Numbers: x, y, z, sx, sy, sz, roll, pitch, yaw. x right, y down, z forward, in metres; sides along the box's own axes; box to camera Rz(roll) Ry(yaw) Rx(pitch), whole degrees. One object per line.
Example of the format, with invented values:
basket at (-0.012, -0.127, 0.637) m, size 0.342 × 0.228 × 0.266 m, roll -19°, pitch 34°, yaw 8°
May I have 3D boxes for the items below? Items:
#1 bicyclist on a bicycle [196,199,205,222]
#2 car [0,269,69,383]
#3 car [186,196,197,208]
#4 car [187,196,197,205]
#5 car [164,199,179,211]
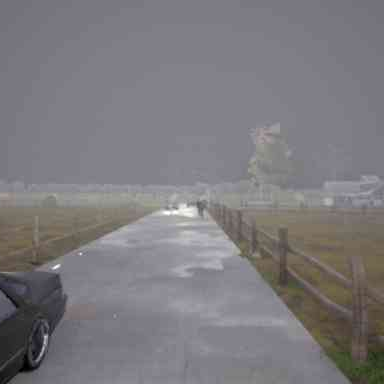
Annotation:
bicyclist on a bicycle at (0.762, 1.577, 26.965) m, size 0.582 × 1.620 × 1.656 m, roll 0°, pitch -1°, yaw 0°
car at (-2.851, 1.555, 2.949) m, size 2.033 × 1.411 × 5.357 m, roll 0°, pitch 0°, yaw 0°
car at (0.057, 1.942, 58.330) m, size 1.837 × 1.490 × 4.892 m, roll 0°, pitch 0°, yaw 1°
car at (0.015, 1.918, 75.503) m, size 2.150 × 2.045 × 5.566 m, roll 0°, pitch -1°, yaw 0°
car at (-2.818, 1.792, 46.151) m, size 2.128 × 1.511 × 4.902 m, roll 0°, pitch -1°, yaw 0°
